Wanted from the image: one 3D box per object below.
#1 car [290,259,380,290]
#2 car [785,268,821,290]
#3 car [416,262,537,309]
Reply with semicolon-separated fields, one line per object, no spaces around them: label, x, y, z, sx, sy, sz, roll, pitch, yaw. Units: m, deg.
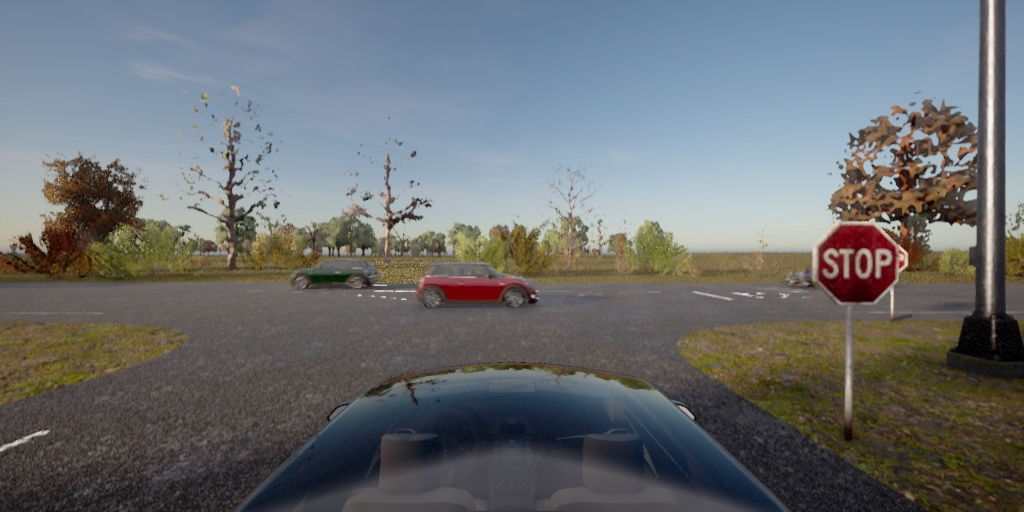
car;-10.203;0.953;20.775;4.553;1.767;2.097;0;0;-2
car;19.249;1.287;21.652;4.892;1.490;1.837;0;0;-2
car;-1.316;1.034;14.017;4.553;1.767;2.097;0;0;-1
